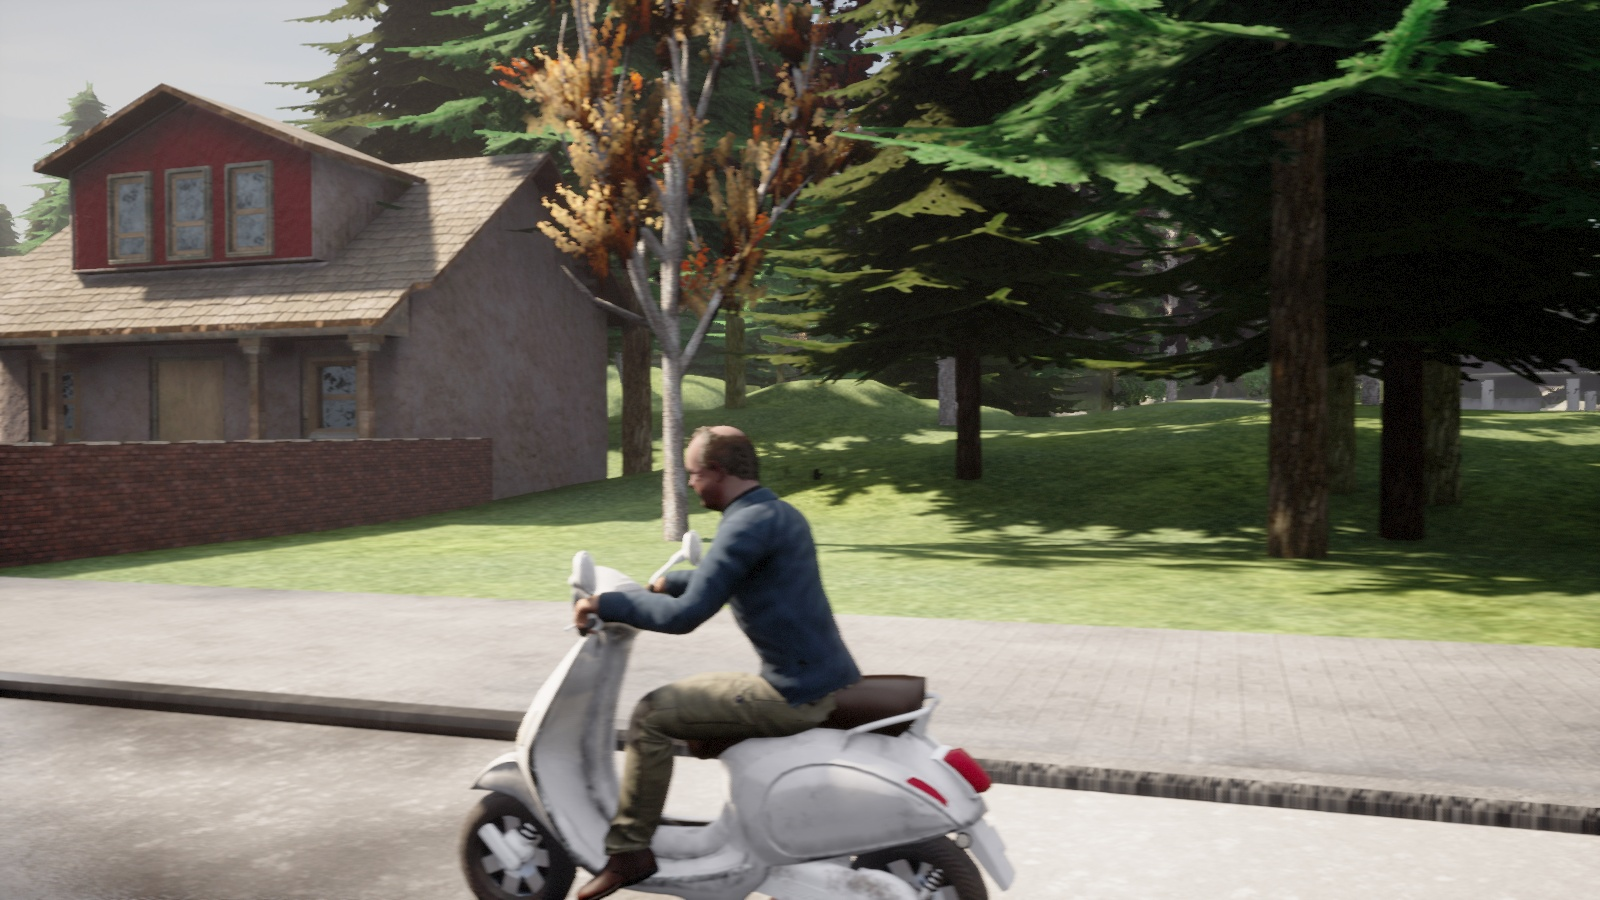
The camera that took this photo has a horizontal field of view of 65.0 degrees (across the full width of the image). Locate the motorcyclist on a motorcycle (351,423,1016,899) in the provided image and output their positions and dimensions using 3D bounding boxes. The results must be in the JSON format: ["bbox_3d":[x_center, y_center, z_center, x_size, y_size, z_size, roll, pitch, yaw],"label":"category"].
[{"bbox_3d":[-0.325,0.717,3.828,1.817,1.590,0.866,1,1,19],"label":"motorcyclist on a motorcycle"}]
